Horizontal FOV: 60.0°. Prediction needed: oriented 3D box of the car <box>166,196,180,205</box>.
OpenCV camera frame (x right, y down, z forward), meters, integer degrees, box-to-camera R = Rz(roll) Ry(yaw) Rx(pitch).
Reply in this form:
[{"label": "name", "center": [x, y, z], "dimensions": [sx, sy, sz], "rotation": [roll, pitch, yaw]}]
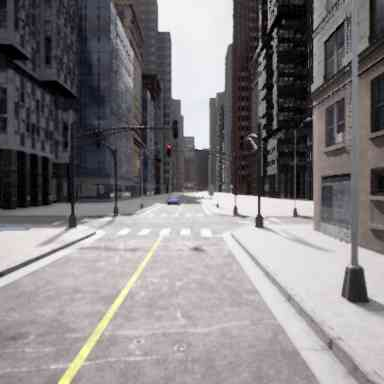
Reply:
[{"label": "car", "center": [-2.986, 1.335, 53.168], "dimensions": [1.882, 1.535, 5.008], "rotation": [0, 2, 0]}]
